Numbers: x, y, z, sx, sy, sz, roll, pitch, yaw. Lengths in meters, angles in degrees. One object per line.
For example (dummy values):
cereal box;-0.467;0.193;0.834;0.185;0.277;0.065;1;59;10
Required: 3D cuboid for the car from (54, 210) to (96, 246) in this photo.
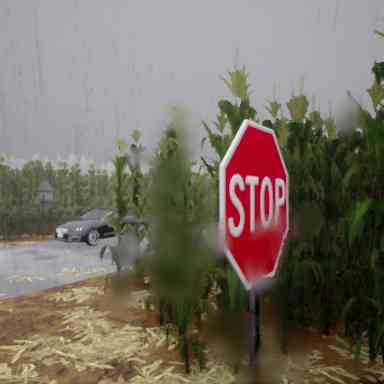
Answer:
car;-4.001;1.511;15.608;2.128;1.511;4.902;0;0;34
